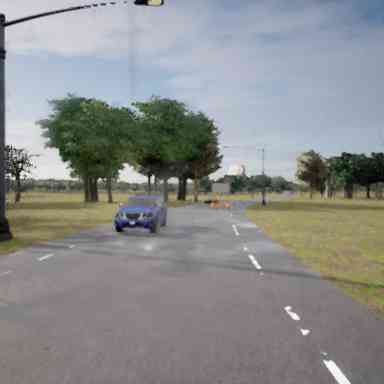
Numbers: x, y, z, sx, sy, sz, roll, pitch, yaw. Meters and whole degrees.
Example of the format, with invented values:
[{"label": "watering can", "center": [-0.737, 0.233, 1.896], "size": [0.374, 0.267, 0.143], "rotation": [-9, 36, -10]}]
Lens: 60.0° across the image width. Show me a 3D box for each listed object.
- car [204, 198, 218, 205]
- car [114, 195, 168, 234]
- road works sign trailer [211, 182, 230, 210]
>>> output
[{"label": "car", "center": [3.491, 1.692, 60.074], "size": [1.895, 1.301, 4.718], "rotation": [0, 0, 13]}, {"label": "car", "center": [-2.782, 1.194, 19.384], "size": [2.150, 2.045, 5.566], "rotation": [0, 0, 4]}, {"label": "road works sign trailer", "center": [3.743, 0.505, 43.558], "size": [2.380, 3.560, 2.880], "rotation": [0, 0, 10]}]
